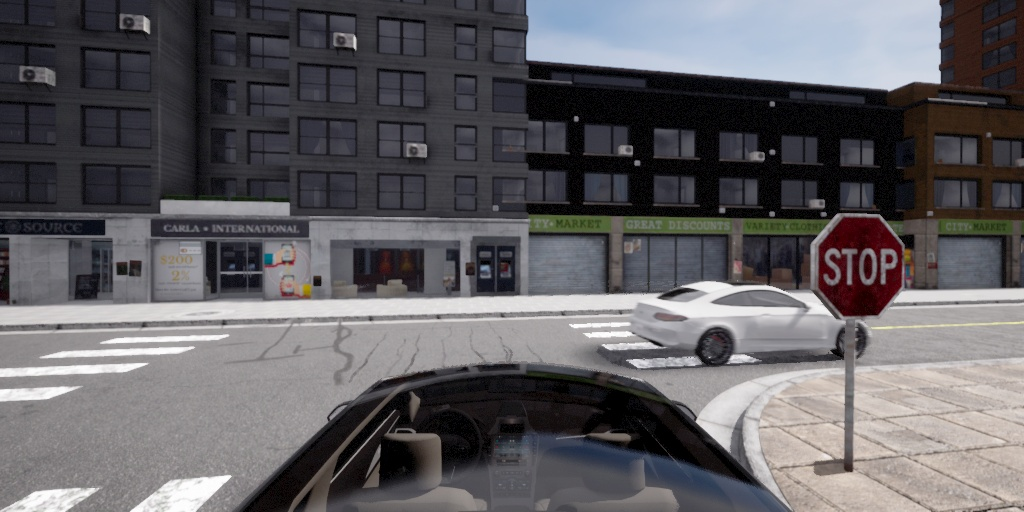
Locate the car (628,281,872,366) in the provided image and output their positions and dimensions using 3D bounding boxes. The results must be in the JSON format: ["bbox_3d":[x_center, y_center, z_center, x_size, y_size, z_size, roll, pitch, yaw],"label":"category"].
[{"bbox_3d":[4.796,1.253,7.462,4.674,1.442,1.812,0,0,-8],"label":"car"}]
